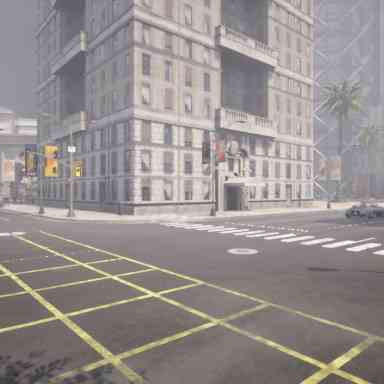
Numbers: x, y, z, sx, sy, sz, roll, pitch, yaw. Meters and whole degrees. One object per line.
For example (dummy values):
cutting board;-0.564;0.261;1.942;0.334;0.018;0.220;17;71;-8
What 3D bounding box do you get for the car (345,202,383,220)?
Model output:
car;14.712;1.564;28.176;4.181;1.385;1.994;0;0;-40
